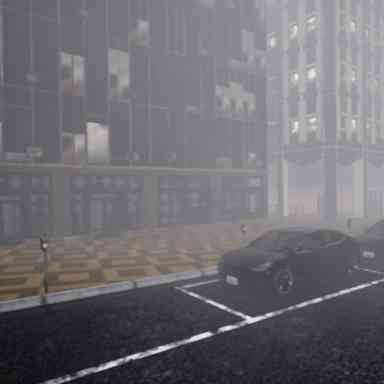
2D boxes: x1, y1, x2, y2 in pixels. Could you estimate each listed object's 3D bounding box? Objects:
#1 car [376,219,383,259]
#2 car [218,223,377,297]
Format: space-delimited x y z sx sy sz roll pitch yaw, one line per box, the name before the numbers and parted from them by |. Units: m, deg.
car | 7.383 1.618 11.801 4.313 1.339 1.947 0 -1 -35
car | 2.664 1.596 8.644 4.313 1.339 1.947 0 -1 -35
